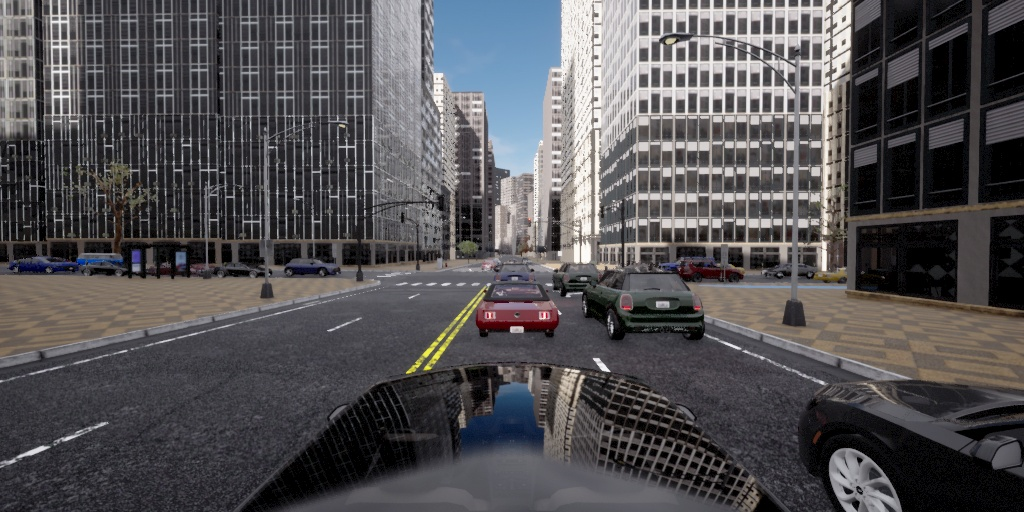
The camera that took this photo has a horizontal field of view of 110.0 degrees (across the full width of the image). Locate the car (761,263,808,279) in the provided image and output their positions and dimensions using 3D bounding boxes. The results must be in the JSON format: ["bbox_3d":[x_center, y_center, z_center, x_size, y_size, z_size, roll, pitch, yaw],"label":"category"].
[{"bbox_3d":[27.224,1.449,35.244,4.902,1.511,2.128,1,1,1],"label":"car"}]

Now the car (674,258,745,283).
[{"bbox_3d":[16.245,1.269,29.681,5.009,1.841,2.192,0,0,1],"label":"car"}]

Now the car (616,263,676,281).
[{"bbox_3d":[12.018,1.401,32.338,4.674,1.442,1.812,1,1,1],"label":"car"}]

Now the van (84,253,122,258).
[{"bbox_3d":[-45.217,0.605,39.294,3.998,1.789,1.690,0,0,1],"label":"van"}]

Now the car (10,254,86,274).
[{"bbox_3d":[-43.563,0.851,33.473,5.008,1.535,1.882,1,1,2],"label":"car"}]

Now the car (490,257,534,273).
[{"bbox_3d":[0.132,1.092,19.180,2.097,1.767,4.553,0,0,0],"label":"car"}]

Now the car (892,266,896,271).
[{"bbox_3d":[33.163,1.684,29.358,4.207,1.307,1.802,0,0,1],"label":"car"}]

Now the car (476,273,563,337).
[{"bbox_3d":[0.113,1.347,10.187,1.895,1.301,4.718,0,0,0],"label":"car"}]

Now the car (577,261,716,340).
[{"bbox_3d":[3.357,1.098,10.091,2.097,1.767,4.553,0,0,0],"label":"car"}]

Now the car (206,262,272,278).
[{"bbox_3d":[-22.679,1.174,30.284,4.313,1.339,1.948,0,0,1],"label":"car"}]

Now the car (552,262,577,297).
[{"bbox_3d":[3.381,1.093,19.028,2.097,1.767,4.553,0,0,0],"label":"car"}]

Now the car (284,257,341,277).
[{"bbox_3d":[-18.176,0.957,32.854,4.553,1.767,2.097,1,1,2],"label":"car"}]

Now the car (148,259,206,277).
[{"bbox_3d":[-28.362,1.138,30.428,4.207,1.307,1.802,0,0,1],"label":"car"}]

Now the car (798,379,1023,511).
[{"bbox_3d":[3.342,1.255,1.036,1.837,1.490,4.892,0,0,0],"label":"car"}]

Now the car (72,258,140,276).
[{"bbox_3d":[-34.043,1.069,30.612,4.313,1.339,1.948,0,0,1],"label":"car"}]

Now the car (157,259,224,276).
[{"bbox_3d":[-29.661,1.026,33.149,4.674,1.442,1.812,0,1,1],"label":"car"}]

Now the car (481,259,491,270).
[{"bbox_3d":[-3.238,1.241,50.655,1.812,1.442,4.674,0,0,0],"label":"car"}]

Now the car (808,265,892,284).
[{"bbox_3d":[27.693,1.579,29.462,4.829,1.417,1.751,0,0,1],"label":"car"}]
